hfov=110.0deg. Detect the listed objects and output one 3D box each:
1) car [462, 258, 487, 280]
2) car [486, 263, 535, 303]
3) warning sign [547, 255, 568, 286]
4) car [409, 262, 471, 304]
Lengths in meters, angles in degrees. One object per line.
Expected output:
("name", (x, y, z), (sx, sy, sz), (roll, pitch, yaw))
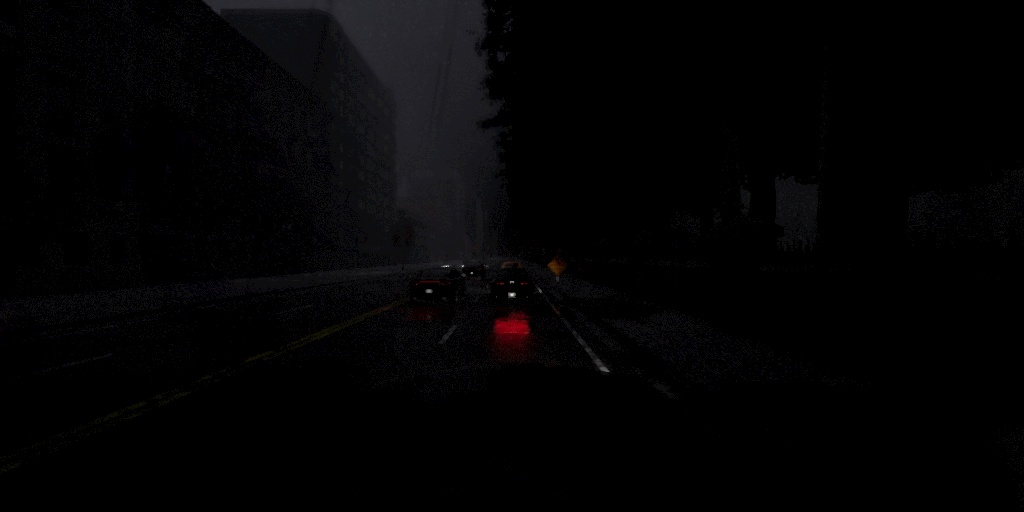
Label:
("car", (-3.250, 1.234, 31.500), (1.882, 1.535, 5.008), (0, 0, 0))
("car", (0.000, 1.268, 16.500), (1.837, 1.490, 4.892), (0, 0, 0))
("warning sign", (2.850, 0.866, 22.335), (1.300, 1.860, 1.060), (0, 0, 0))
("car", (-3.250, 1.236, 16.500), (1.882, 1.535, 5.008), (0, 0, 0))
